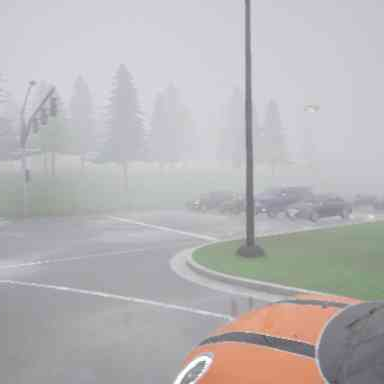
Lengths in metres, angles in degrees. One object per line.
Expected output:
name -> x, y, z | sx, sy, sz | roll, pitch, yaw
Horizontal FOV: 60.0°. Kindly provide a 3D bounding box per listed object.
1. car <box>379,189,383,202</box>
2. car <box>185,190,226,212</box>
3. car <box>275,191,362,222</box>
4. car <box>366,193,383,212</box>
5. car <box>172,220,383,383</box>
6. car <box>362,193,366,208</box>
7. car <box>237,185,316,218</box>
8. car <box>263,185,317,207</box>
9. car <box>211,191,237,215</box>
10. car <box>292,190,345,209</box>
car -> 24.041, 0.368, 39.065 | 4.181, 1.385, 1.994 | -2, 1, -33
car -> 1.605, 0.714, 28.611 | 4.553, 1.767, 2.097 | -2, 1, -33
car -> 7.668, 0.943, 20.042 | 4.902, 1.511, 2.128 | -2, 1, -33
car -> 15.690, 0.699, 25.277 | 5.008, 1.535, 1.882 | -2, 2, -33
car -> 1.965, 1.276, 1.856 | 4.553, 1.767, 2.097 | 0, 2, 37
car -> 14.324, 0.773, 28.563 | 4.718, 1.301, 1.895 | -2, 1, -33
car -> 6.154, 0.629, 23.214 | 5.566, 2.045, 2.150 | -2, 1, -33
car -> 10.125, 0.335, 34.171 | 5.566, 2.045, 2.150 | -2, 2, -33
car -> 4.124, 0.903, 26.082 | 4.674, 1.442, 1.812 | -2, 1, -33
car -> 11.876, 0.646, 31.142 | 4.902, 1.511, 2.128 | -2, 1, -33
